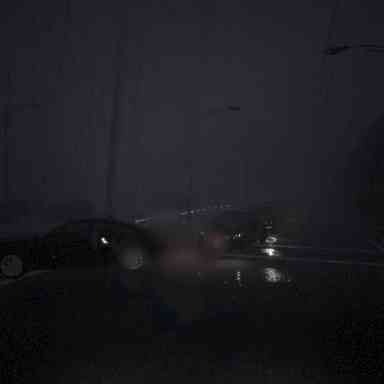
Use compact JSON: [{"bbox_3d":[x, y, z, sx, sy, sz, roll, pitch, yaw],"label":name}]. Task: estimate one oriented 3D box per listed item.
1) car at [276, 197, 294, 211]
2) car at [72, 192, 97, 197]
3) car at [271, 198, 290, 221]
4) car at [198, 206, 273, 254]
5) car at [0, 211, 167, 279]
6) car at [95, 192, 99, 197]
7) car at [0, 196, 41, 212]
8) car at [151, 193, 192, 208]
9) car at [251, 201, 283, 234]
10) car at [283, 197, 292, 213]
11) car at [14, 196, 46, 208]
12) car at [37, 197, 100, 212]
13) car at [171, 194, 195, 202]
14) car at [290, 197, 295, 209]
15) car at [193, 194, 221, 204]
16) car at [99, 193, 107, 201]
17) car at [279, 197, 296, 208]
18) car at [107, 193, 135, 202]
[{"bbox_3d":[11.790,1.481,42.030,1.837,1.490,4.892,0,0,19],"label":"car"},{"bbox_3d":[-18.298,1.245,53.746,4.514,1.523,2.007,0,0,19],"label":"car"},{"bbox_3d":[5.951,1.474,24.889,2.128,1.511,4.902,0,0,19],"label":"car"},{"bbox_3d":[1.862,1.513,13.846,1.812,1.442,4.674,0,0,25],"label":"car"},{"bbox_3d":[-3.255,1.474,9.836,5.008,1.535,1.882,0,0,-15],"label":"car"},{"bbox_3d":[-21.647,1.293,68.006,3.806,1.475,1.970,0,0,19],"label":"car"},{"bbox_3d":[-15.021,1.353,29.404,3.806,1.475,1.970,0,0,19],"label":"car"},{"bbox_3d":[-2.836,1.072,41.738,4.605,1.855,1.932,0,0,19],"label":"car"},{"bbox_3d":[4.024,1.489,19.248,1.837,1.490,4.892,0,0,19],"label":"car"},{"bbox_3d":[7.845,1.485,30.447,1.837,1.490,4.892,0,0,19],"label":"car"},{"bbox_3d":[-21.560,1.270,44.300,3.633,1.501,1.845,0,0,19],"label":"car"},{"bbox_3d":[-8.957,1.354,24.191,3.633,1.501,1.845,0,0,19],"label":"car"},{"bbox_3d":[-1.894,1.254,68.651,4.514,1.523,2.007,0,0,19],"label":"car"},{"bbox_3d":[9.902,1.542,36.480,1.994,1.385,4.181,0,0,19],"label":"car"},{"bbox_3d":[1.835,1.122,56.732,5.027,1.636,2.152,0,0,19],"label":"car"},{"bbox_3d":[-19.997,1.009,70.956,3.866,1.878,1.905,0,0,19],"label":"car"},{"bbox_3d":[13.687,1.466,47.601,2.128,1.511,4.902,0,0,19],"label":"car"},{"bbox_3d":[-13.608,1.041,65.308,4.605,1.855,1.932,0,0,19],"label":"car"}]
